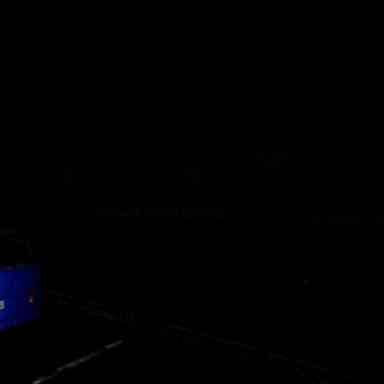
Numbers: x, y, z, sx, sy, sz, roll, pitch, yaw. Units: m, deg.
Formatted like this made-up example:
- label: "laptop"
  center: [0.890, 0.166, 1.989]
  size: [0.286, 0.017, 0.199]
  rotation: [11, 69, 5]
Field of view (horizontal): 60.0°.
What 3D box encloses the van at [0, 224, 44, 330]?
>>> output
- label: "van"
  center: [-4.294, 1.405, 5.772]
  size: [3.998, 1.788, 1.690]
  rotation: [-1, 0, 35]
